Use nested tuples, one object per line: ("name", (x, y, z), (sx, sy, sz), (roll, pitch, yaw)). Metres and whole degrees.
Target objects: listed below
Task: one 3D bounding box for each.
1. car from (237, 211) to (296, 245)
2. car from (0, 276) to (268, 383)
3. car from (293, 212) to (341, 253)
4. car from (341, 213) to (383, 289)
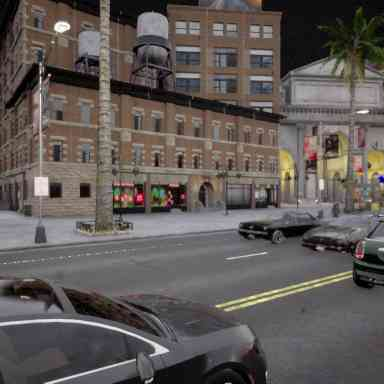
("car", (4.377, 1.601, 15.691), (4.718, 1.301, 1.895), (0, 0, -35))
("car", (-1.477, 1.505, 2.685), (4.892, 1.490, 1.837), (0, 0, -36))
("car", (6.568, 1.547, 12.956), (5.357, 1.411, 2.033), (0, 0, -35))
("car", (5.902, 1.352, 7.977), (4.553, 1.767, 2.097), (0, 0, -35))
